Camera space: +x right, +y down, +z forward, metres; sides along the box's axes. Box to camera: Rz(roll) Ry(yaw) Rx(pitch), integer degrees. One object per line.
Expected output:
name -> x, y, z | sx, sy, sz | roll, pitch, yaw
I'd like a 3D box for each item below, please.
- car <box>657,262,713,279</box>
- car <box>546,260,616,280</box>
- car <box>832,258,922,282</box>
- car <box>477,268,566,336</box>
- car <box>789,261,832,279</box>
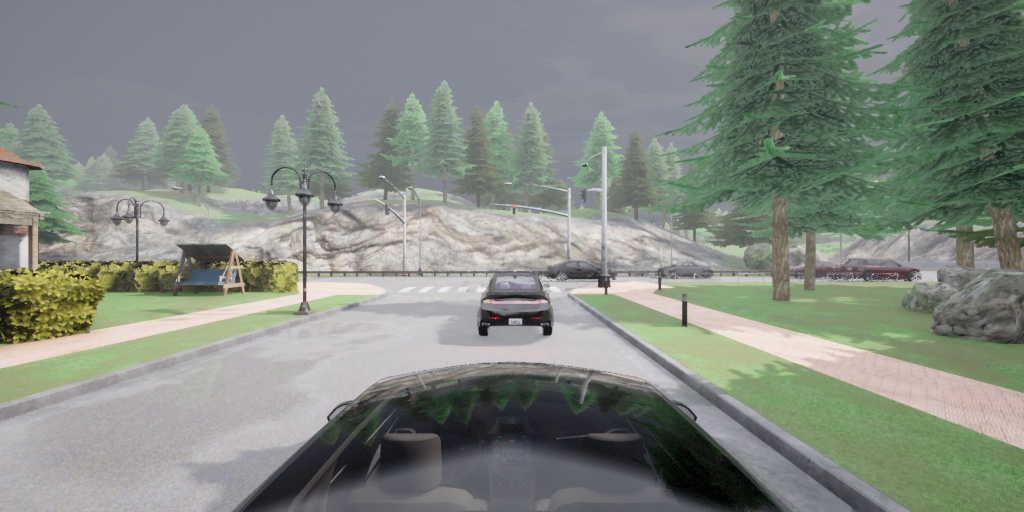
car -> 14.183, 1.151, 29.496 | 4.181, 1.385, 1.994 | 0, 0, 0
car -> 4.899, 1.063, 25.820 | 5.008, 1.535, 1.882 | 0, 0, 0
car -> 26.380, 0.941, 25.776 | 4.553, 1.767, 2.097 | 0, 0, 0
car -> 0.098, 1.242, 10.370 | 2.128, 1.511, 4.902 | 0, 0, 1
car -> 24.485, 1.113, 29.438 | 4.674, 1.442, 1.812 | 0, 0, 0
